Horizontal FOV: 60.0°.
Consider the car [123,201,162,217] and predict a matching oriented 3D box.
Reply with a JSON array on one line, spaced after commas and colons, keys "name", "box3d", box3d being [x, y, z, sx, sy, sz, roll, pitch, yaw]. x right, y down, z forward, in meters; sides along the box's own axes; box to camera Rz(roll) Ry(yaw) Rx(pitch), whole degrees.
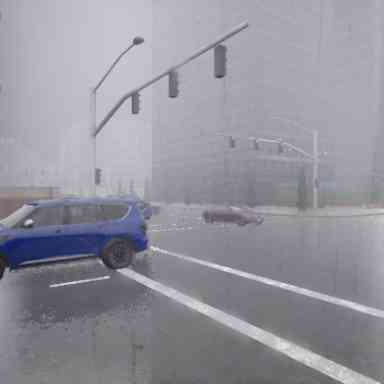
[{"name": "car", "box3d": [-4.945, 1.596, 32.673, 1.895, 1.301, 4.718, 0, 0, -36]}]

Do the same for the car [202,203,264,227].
[{"name": "car", "box3d": [2.678, 1.521, 22.729, 1.812, 1.442, 4.674, 0, 0, -42]}]

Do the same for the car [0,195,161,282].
[{"name": "car", "box3d": [-3.914, 1.220, 9.407, 5.566, 2.045, 2.150, 0, 1, -36]}]

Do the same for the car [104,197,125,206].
[{"name": "car", "box3d": [-13.119, 1.519, 56.451, 1.812, 1.442, 4.674, 0, 0, -36]}]

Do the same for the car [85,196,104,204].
[{"name": "car", "box3d": [-19.086, 1.485, 64.785, 2.128, 1.511, 4.902, 0, 0, -36]}]
